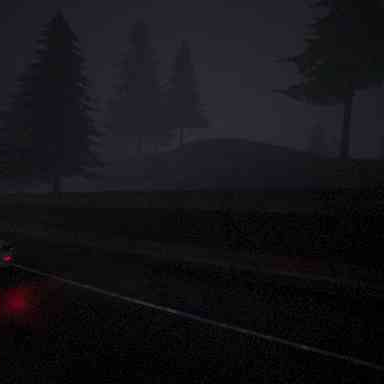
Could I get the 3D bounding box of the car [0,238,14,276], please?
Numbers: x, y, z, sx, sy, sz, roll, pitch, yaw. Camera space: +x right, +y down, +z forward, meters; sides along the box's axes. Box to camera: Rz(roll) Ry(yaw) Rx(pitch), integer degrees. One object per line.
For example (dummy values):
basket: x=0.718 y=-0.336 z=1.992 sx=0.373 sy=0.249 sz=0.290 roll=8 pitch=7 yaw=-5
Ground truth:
car: x=-6.789 y=1.635 z=9.615 sx=4.674 sy=1.442 sz=1.812 roll=-1 pitch=0 yaw=40
